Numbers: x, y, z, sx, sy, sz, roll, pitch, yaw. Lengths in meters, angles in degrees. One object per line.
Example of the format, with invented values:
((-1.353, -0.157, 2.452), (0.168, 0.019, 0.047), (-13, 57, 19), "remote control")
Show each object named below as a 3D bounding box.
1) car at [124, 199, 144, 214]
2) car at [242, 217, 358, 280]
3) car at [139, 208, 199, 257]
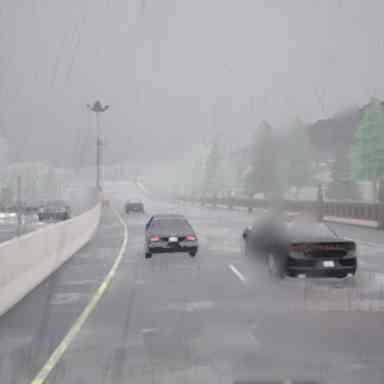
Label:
((-6.580, 1.569, 37.579), (1.882, 1.535, 5.008), (0, 0, -15), "car")
((2.891, 1.482, 10.045), (1.882, 1.535, 5.008), (0, 0, -5), "car")
((-0.956, 1.574, 13.166), (2.033, 1.411, 5.357), (0, 0, -8), "car")
